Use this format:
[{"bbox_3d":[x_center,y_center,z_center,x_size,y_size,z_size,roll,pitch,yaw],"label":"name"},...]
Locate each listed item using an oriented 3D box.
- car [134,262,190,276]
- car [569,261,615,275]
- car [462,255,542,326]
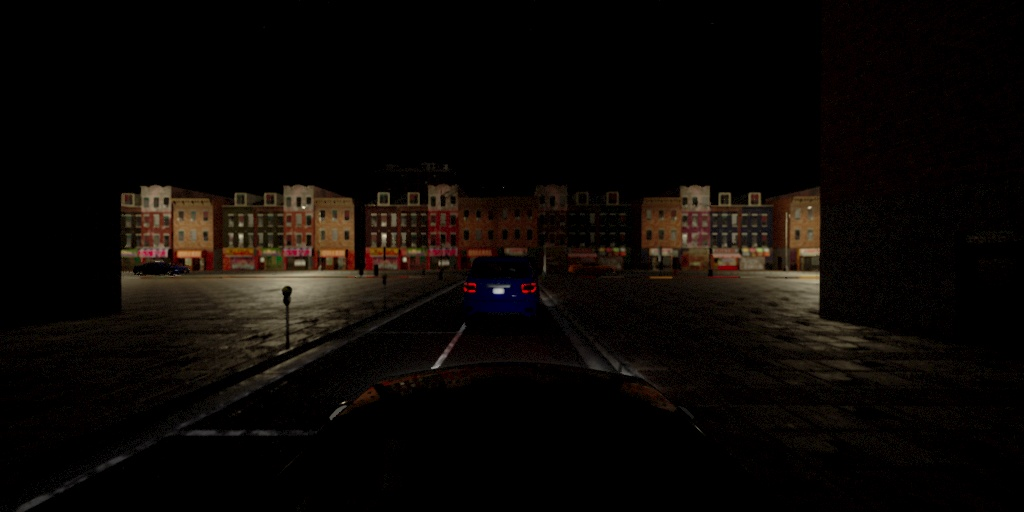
[{"bbox_3d":[-38.007,1.410,38.989,5.008,1.535,1.882,0,0,0],"label":"car"},{"bbox_3d":[8.684,1.350,38.959,5.008,1.535,1.882,0,0,-2],"label":"car"},{"bbox_3d":[-0.191,1.000,12.002,2.150,2.045,5.566,0,0,3],"label":"car"}]
